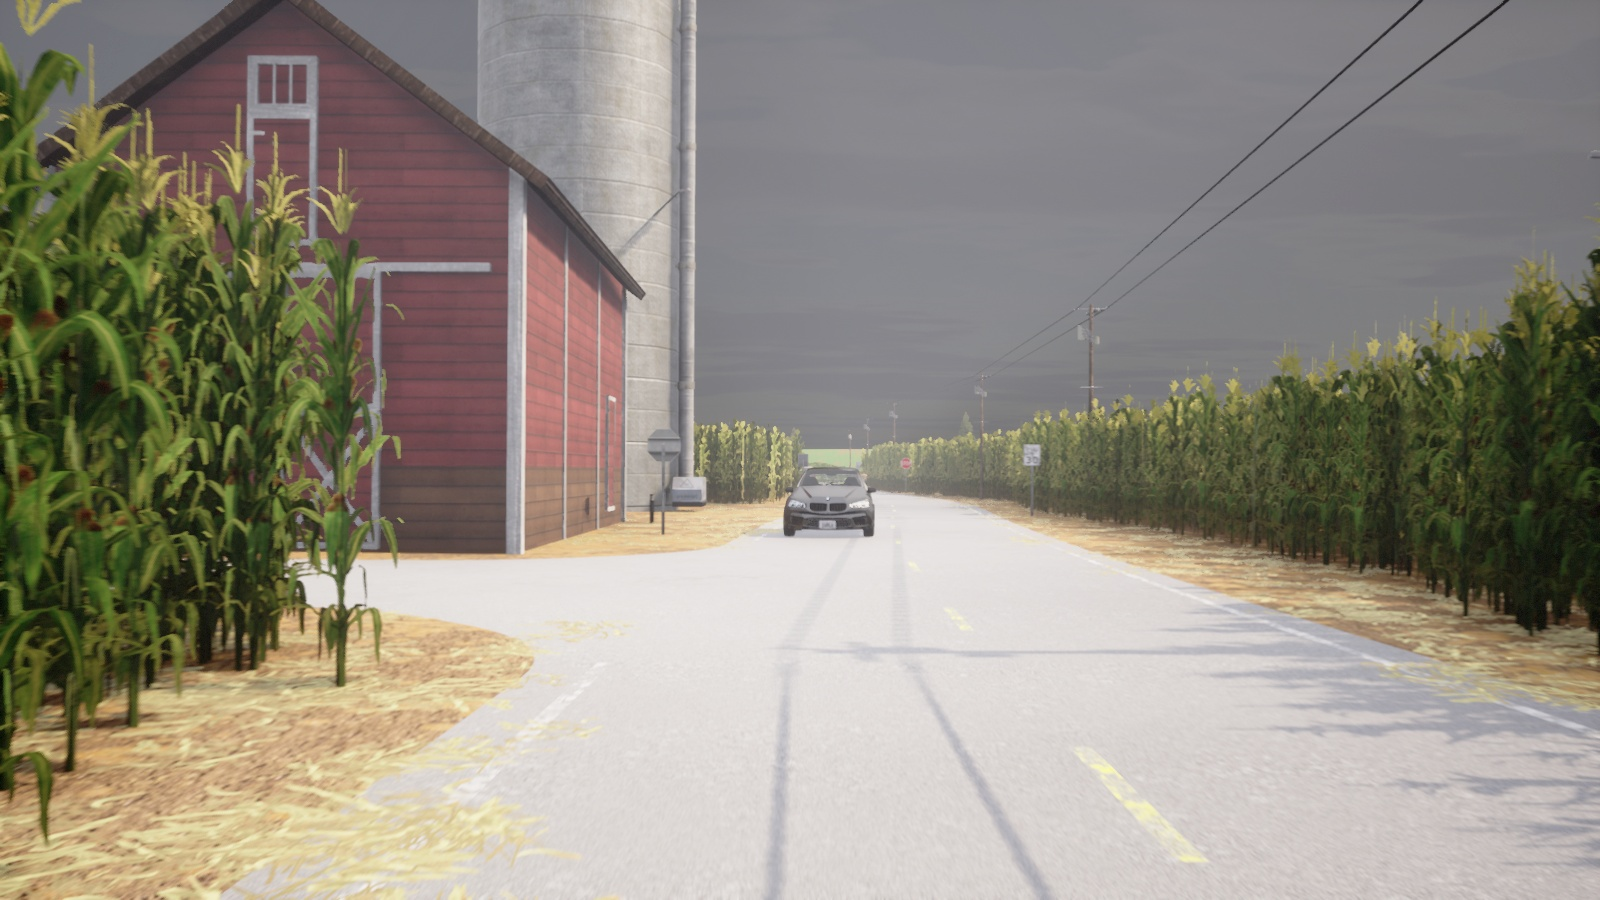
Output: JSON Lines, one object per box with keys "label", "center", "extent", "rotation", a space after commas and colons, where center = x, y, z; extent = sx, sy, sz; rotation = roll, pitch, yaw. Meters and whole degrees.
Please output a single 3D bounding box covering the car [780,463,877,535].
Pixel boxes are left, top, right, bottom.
{"label": "car", "center": [0.797, 1.184, 31.580], "extent": [2.242, 1.667, 4.611], "rotation": [0, -1, 4]}
